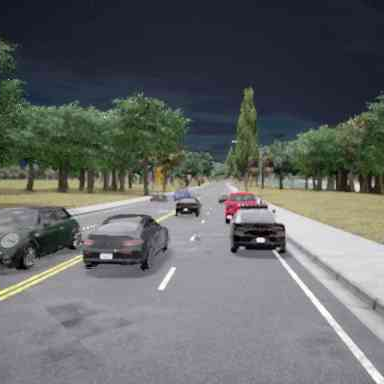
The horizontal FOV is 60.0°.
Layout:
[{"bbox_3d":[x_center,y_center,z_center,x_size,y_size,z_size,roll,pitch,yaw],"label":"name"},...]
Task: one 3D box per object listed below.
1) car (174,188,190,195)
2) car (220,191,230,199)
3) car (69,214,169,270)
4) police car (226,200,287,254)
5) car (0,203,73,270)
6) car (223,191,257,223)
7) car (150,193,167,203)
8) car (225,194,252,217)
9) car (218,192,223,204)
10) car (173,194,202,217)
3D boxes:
[{"bbox_3d":[-1.533,0.454,51.341,2.150,2.045,5.566,0,1,5],"label":"car"},{"bbox_3d":[6.195,0.544,62.945,1.895,1.301,4.718,0,1,5],"label":"car"},{"bbox_3d":[-1.935,1.440,10.676,1.812,1.442,4.674,0,0,5],"label":"car"},{"bbox_3d":[2.455,1.324,13.277,1.930,1.638,5.238,0,0,5],"label":"police car"},{"bbox_3d":[-5.398,1.262,10.718,2.097,1.767,4.553,0,0,5],"label":"car"},{"bbox_3d":[3.393,1.033,23.147,2.150,2.045,5.566,0,1,5],"label":"car"},{"bbox_3d":[-4.930,0.833,49.923,1.994,1.385,4.181,0,1,6],"label":"car"},{"bbox_3d":[3.954,1.077,29.059,2.097,1.767,4.553,0,1,5],"label":"car"},{"bbox_3d":[4.729,0.927,47.469,1.895,1.301,4.718,0,1,6],"label":"car"},{"bbox_3d":[-0.233,1.210,28.604,1.882,1.535,5.008,0,1,5],"label":"car"}]
